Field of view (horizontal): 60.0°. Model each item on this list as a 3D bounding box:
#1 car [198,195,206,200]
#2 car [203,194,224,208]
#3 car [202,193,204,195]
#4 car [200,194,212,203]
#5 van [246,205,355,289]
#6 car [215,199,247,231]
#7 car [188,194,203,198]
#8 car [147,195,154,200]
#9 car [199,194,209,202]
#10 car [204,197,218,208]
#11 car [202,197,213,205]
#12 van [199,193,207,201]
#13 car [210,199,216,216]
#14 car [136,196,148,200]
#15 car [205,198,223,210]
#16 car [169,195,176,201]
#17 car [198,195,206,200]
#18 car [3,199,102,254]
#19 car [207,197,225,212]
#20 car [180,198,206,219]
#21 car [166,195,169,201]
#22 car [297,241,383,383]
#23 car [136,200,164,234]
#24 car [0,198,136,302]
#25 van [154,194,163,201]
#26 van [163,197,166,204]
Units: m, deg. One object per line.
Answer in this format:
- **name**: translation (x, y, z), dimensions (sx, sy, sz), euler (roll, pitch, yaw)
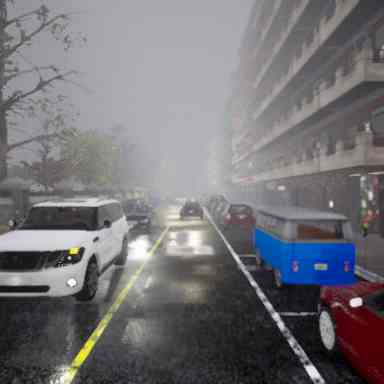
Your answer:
- **car**: translation (2.712, 1.473, 93.252), dimensions (2.008, 1.369, 4.403), euler (0, 0, 0)
- **car**: translation (2.701, 1.255, 36.949), dimensions (2.192, 1.841, 5.009), euler (0, 0, 0)
- **car**: translation (2.704, 1.365, 53.839), dimensions (1.967, 1.590, 4.097), euler (0, 0, 0)
- **car**: translation (2.706, 1.236, 65.099), dimensions (2.192, 1.841, 5.009), euler (0, 0, 0)
- **van**: translation (2.694, 1.323, 8.798), dimensions (1.690, 1.788, 3.998), euler (0, 0, 0)
- **car**: translation (2.696, 1.403, 20.059), dimensions (1.967, 1.590, 4.097), euler (0, 0, 0)
- **car**: translation (0.076, 1.425, 44.192), dimensions (2.128, 1.511, 4.902), euler (0, 0, 0)
- **car**: translation (-5.680, 1.380, 36.951), dimensions (1.967, 1.590, 4.097), euler (0, 0, 0)
- **car**: translation (2.708, 1.361, 76.359), dimensions (1.967, 1.590, 4.097), euler (0, 0, 0)
- **car**: translation (2.702, 1.473, 48.210), dimensions (1.887, 1.381, 4.507), euler (0, 0, 0)
- **car**: translation (2.705, 1.504, 59.470), dimensions (1.802, 1.307, 4.206), euler (0, 0, 0)
- **van**: translation (2.710, 1.263, 81.991), dimensions (1.690, 1.788, 3.998), euler (0, 0, 0)
- **car**: translation (2.697, 1.505, 25.689), dimensions (2.008, 1.369, 4.403), euler (0, 0, 0)
- **car**: translation (-5.682, 1.387, 31.322), dimensions (1.967, 1.590, 4.097), euler (0, 0, 0)
- **car**: translation (2.701, 1.484, 42.580), dimensions (2.008, 1.369, 4.403), euler (0, 0, 0)
- **car**: translation (-5.670, 1.448, 81.823), dimensions (1.752, 1.417, 4.829), euler (0, 0, 0)
- **car**: translation (2.711, 1.488, 87.621), dimensions (1.947, 1.339, 4.313), euler (0, 0, 0)
- **car**: translation (-5.685, 1.287, 14.430), dimensions (2.192, 1.841, 5.009), euler (0, 0, 0)
- **car**: translation (2.699, 1.491, 31.319), dimensions (1.887, 1.381, 4.507), euler (0, 0, 0)
- **car**: translation (0.013, 1.514, 28.531), dimensions (1.994, 1.385, 4.181), euler (0, 0, 2)
- **car**: translation (-5.676, 1.473, 59.471), dimensions (2.008, 1.369, 4.403), euler (0, 0, 0)
- **car**: translation (2.692, 1.538, 3.168), dimensions (1.887, 1.381, 4.507), euler (0, 0, 0)
- **car**: translation (-3.068, 1.457, 19.095), dimensions (2.128, 1.511, 4.902), euler (0, 0, 0)
- **car**: translation (-3.079, 1.204, 8.588), dimensions (2.150, 2.045, 5.566), euler (0, 0, 0)
- **van**: translation (-5.678, 1.270, 48.211), dimensions (1.690, 1.788, 3.998), euler (0, 0, 0)
- **van**: translation (-5.676, 1.266, 53.840), dimensions (1.690, 1.788, 3.998), euler (0, 0, 0)
